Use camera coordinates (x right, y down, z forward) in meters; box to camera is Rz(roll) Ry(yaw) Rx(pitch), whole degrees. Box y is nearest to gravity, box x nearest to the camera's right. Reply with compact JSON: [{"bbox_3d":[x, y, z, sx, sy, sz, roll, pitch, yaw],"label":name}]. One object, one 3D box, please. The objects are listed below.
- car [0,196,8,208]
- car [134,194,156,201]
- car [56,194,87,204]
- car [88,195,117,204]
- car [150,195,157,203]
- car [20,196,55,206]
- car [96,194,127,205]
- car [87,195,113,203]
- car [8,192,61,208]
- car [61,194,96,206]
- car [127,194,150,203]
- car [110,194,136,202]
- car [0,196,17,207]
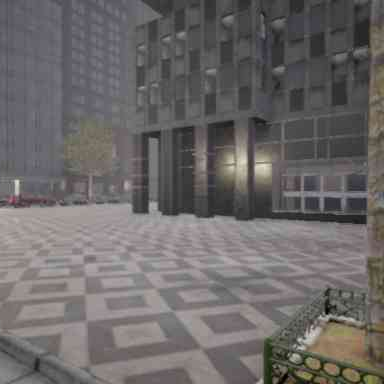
[{"bbox_3d":[-21.564,1.240,33.759,1.802,1.307,4.206,0,0,35],"label":"car"},{"bbox_3d":[-9.362,1.155,66.453,1.947,1.339,4.313,0,0,35],"label":"car"},{"bbox_3d":[-18.971,1.068,52.527,1.967,1.590,4.097,0,0,35],"label":"car"},{"bbox_3d":[-14.498,1.174,54.097,1.994,1.385,4.181,0,0,35],"label":"car"},{"bbox_3d":[-5.552,1.121,56.964,1.887,1.381,4.507,0,0,35],"label":"car"},{"bbox_3d":[-22.173,1.227,47.886,1.802,1.307,4.206,0,0,35],"label":"car"},{"bbox_3d":[-11.957,1.170,47.681,1.947,1.339,4.313,0,0,35],"label":"car"},{"bbox_3d":[-15.767,1.196,57.169,1.802,1.307,4.206,0,0,35],"label":"car"},{"bbox_3d":[-18.361,0.953,38.400,2.192,1.841,5.009,0,0,35],"label":"car"},{"bbox_3d":[-15.159,1.186,43.041,1.947,1.339,4.313,0,0,35],"label":"car"},{"bbox_3d":[-9.869,1.085,55.375,2.128,1.511,4.902,0,0,35],"label":"car"},{"bbox_3d":[-12.661,1.127,61.670,1.752,1.417,4.829,0,0,35],"label":"car"},{"bbox_3d":[-25.376,1.228,43.245,1.947,1.339,4.313,0,0,35],"label":"car"}]
